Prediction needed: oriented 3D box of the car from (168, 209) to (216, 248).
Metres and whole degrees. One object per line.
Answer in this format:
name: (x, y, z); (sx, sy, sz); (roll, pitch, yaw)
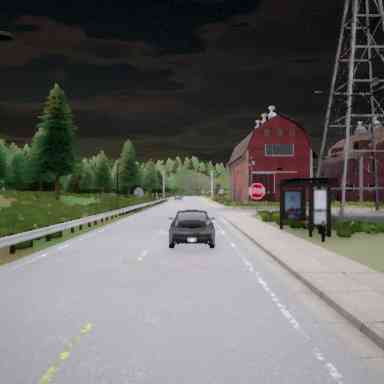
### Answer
car: (0.000, 1.515, 14.650); (1.837, 1.490, 4.892); (0, 0, 0)

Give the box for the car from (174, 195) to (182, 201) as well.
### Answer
car: (-3.500, 1.517, 84.140); (1.812, 1.442, 4.674); (0, 0, 0)
